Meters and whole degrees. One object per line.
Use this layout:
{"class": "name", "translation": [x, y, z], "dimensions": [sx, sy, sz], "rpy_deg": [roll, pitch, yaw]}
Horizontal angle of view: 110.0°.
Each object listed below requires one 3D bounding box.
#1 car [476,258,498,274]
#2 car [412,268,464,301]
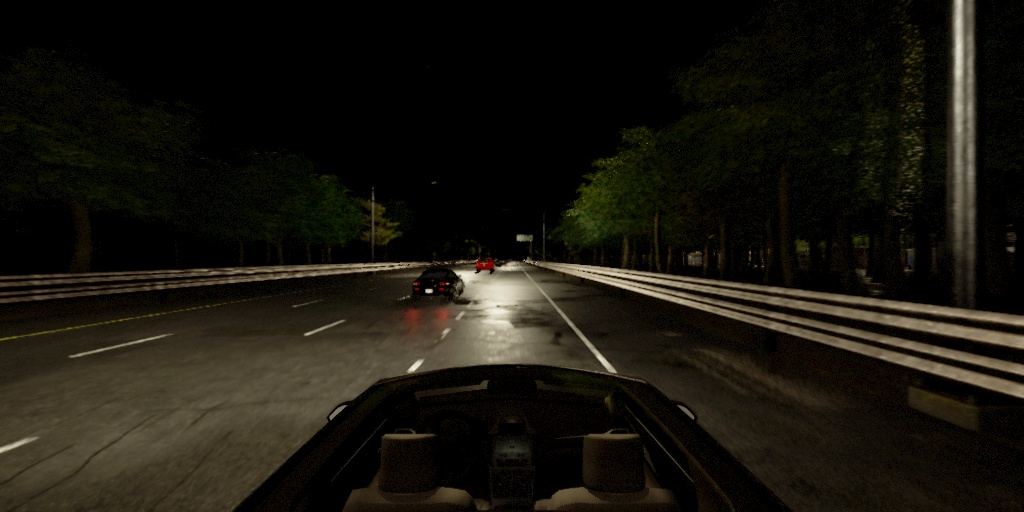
{"class": "car", "translation": [-3.417, 1.229, 46.623], "dimensions": [2.150, 2.045, 5.566], "rpy_deg": [0, 0, 0]}
{"class": "car", "translation": [-3.496, 1.319, 17.409], "dimensions": [1.812, 1.442, 4.674], "rpy_deg": [0, 0, 0]}
